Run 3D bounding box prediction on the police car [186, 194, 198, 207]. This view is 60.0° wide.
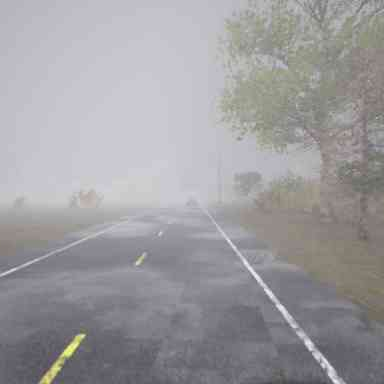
[{"bbox_3d":[0.005,1.515,54.161,2.038,1.542,4.974,0,0,0],"label":"police car"}]
